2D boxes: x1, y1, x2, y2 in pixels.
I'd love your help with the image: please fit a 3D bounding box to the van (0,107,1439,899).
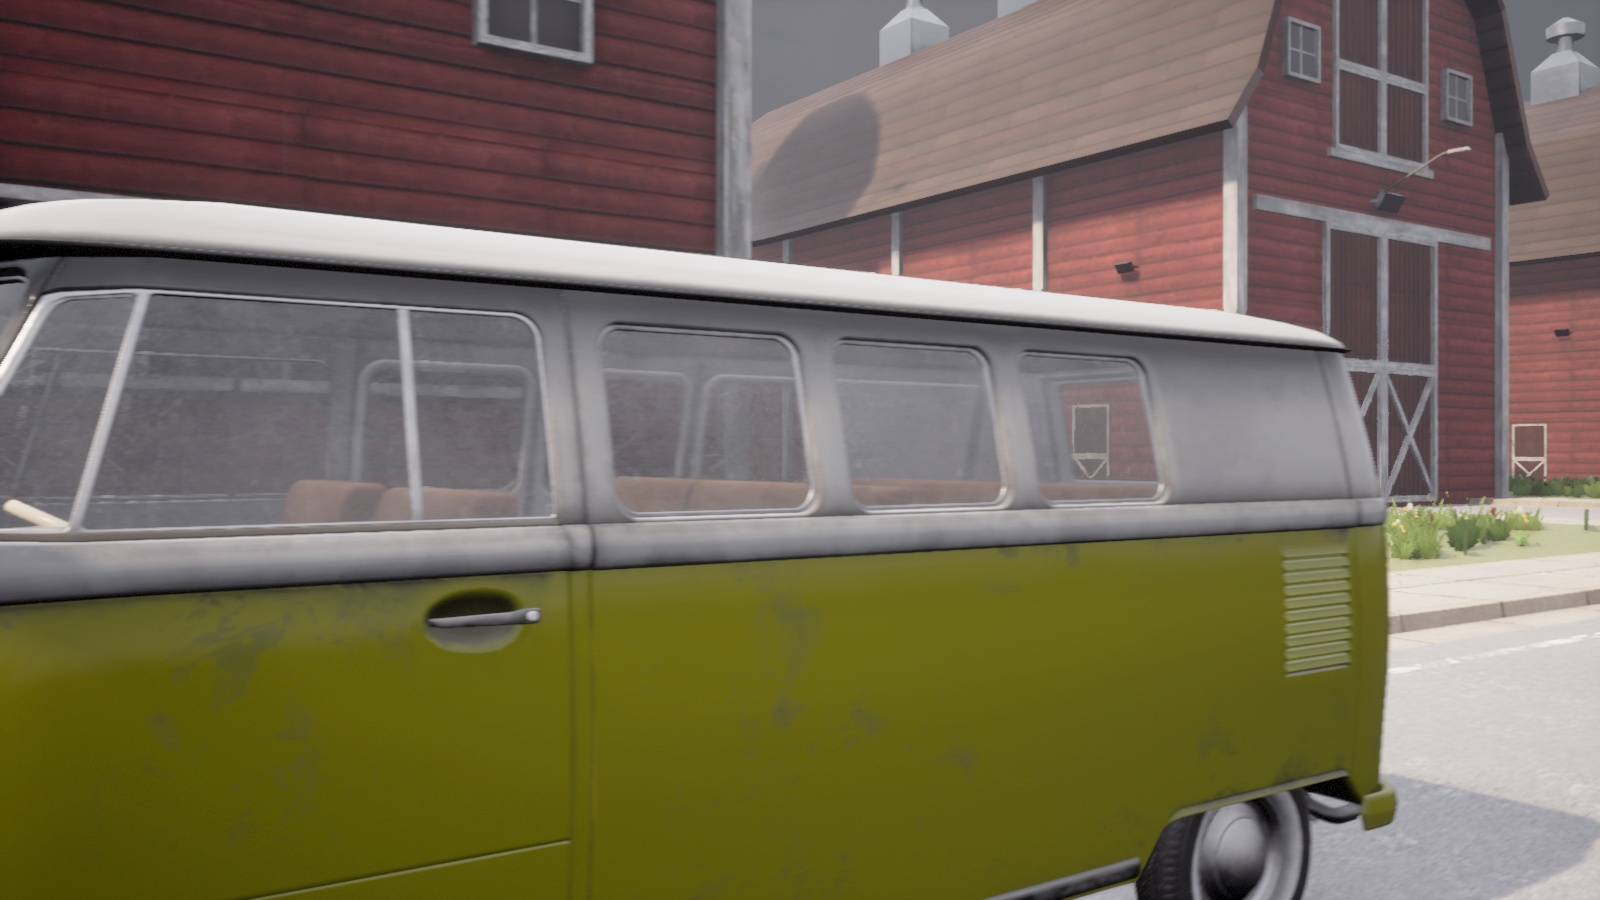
[{"bbox_3d":[-0.304,0.507,3.448,4.442,1.987,1.775,0,0,-35],"label":"van"}]
